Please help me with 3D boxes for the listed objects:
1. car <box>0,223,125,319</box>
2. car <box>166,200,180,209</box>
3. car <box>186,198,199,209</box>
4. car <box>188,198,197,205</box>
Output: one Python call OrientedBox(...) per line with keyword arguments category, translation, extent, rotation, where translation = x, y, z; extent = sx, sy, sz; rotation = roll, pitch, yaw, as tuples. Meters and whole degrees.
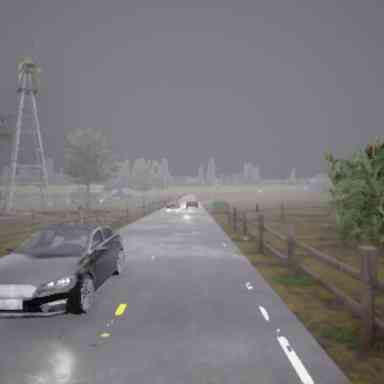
OrientedBox(category="car", translation=(-2.846, 1.513, 7.689), extent=(2.128, 1.511, 4.902), rotation=(0, 0, 0))
OrientedBox(category="car", translation=(-2.797, 1.847, 50.058), extent=(1.994, 1.385, 4.181), rotation=(0, 0, 0))
OrientedBox(category="car", translation=(0.049, 1.770, 51.544), extent=(1.882, 1.535, 5.008), rotation=(0, 0, 1))
OrientedBox(category="car", translation=(0.031, 1.911, 67.360), extent=(1.812, 1.442, 4.674), rotation=(0, 0, 0))
